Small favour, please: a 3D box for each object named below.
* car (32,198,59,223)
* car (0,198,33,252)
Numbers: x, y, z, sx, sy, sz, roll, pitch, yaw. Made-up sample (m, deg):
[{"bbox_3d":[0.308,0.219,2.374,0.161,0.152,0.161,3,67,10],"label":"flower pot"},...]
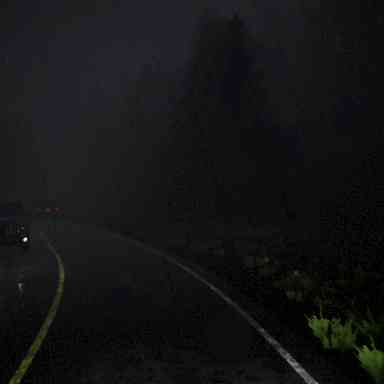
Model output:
[{"bbox_3d":[-13.009,1.527,27.717,2.150,2.045,5.566,0,-1,-44],"label":"car"},{"bbox_3d":[-8.242,1.395,14.404,2.150,2.045,5.566,0,-1,-27],"label":"car"}]
